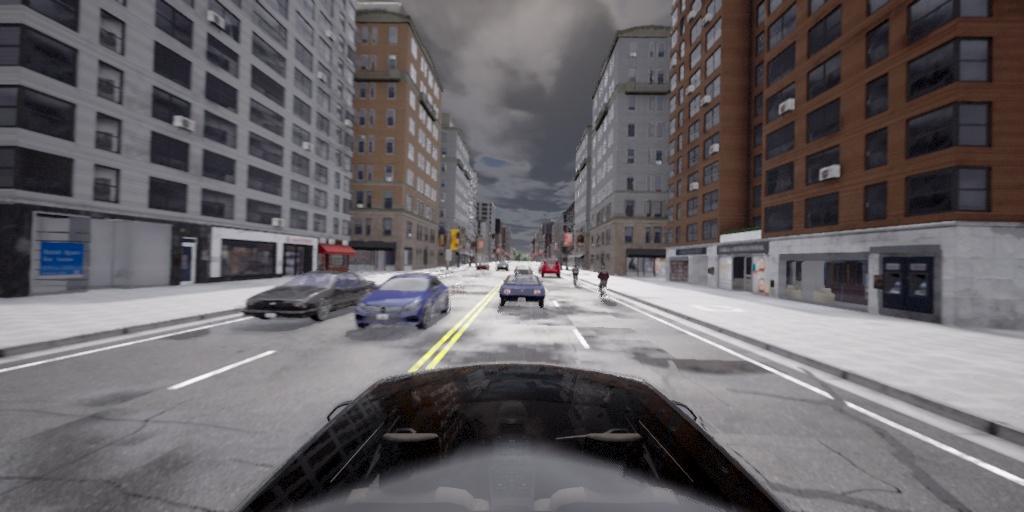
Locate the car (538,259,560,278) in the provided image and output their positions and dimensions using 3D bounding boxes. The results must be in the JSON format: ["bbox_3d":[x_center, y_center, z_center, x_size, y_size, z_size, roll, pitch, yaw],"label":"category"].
[{"bbox_3d":[4.551,1.425,42.569,2.150,2.045,5.566,1,0,4],"label":"car"}]

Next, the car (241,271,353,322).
[{"bbox_3d":[-6.364,1.224,12.252,2.033,1.411,5.357,1,0,2],"label":"car"}]

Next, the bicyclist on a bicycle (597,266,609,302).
[{"bbox_3d":[4.578,1.370,18.134,0.659,1.776,1.843,1,0,2],"label":"bicyclist on a bicycle"}]

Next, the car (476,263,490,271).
[{"bbox_3d":[-4.738,1.767,58.906,1.895,1.301,4.718,1,-1,2],"label":"car"}]

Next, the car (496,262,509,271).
[{"bbox_3d":[-1.487,1.747,58.829,1.837,1.490,4.892,1,0,2],"label":"car"}]

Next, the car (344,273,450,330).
[{"bbox_3d":[-3.147,1.275,11.268,1.812,1.442,4.674,1,0,2],"label":"car"}]

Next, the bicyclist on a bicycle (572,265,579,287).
[{"bbox_3d":[4.886,1.539,27.597,0.582,1.620,1.656,1,-1,2],"label":"bicyclist on a bicycle"}]

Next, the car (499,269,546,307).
[{"bbox_3d":[0.480,1.485,16.586,1.895,1.301,4.718,1,0,2],"label":"car"}]

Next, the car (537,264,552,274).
[{"bbox_3d":[4.832,1.903,53.257,1.895,1.301,4.718,1,-1,2],"label":"car"}]

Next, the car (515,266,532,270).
[{"bbox_3d":[1.171,1.678,37.719,1.895,1.301,4.718,1,0,2],"label":"car"}]
